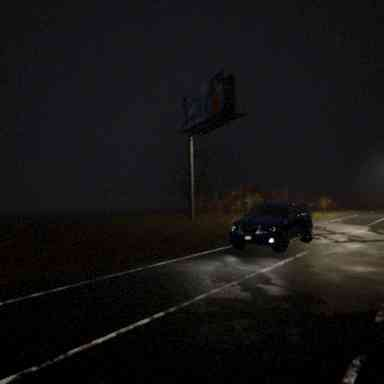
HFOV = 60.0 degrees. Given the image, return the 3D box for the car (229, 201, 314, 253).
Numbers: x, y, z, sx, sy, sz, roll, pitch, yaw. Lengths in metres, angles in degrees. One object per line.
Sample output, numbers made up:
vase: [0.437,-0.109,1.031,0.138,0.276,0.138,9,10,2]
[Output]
car: [3.858,1.467,15.360,2.150,2.045,5.566,-2,-1,37]
